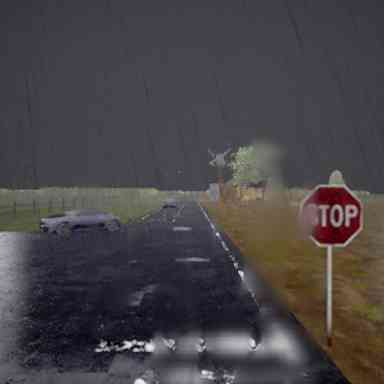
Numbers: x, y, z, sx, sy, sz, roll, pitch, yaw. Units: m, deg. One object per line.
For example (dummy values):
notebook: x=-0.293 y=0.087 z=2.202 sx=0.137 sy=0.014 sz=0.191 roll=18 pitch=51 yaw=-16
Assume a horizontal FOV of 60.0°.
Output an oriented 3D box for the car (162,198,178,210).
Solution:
car: x=-2.799 y=1.535 z=43.488 sx=2.033 sy=1.411 sz=5.357 roll=0 pitch=0 yaw=0

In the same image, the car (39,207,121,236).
car: x=-6.038 y=1.542 z=18.212 sx=4.181 sy=1.385 sz=1.994 roll=0 pitch=1 yaw=-39
